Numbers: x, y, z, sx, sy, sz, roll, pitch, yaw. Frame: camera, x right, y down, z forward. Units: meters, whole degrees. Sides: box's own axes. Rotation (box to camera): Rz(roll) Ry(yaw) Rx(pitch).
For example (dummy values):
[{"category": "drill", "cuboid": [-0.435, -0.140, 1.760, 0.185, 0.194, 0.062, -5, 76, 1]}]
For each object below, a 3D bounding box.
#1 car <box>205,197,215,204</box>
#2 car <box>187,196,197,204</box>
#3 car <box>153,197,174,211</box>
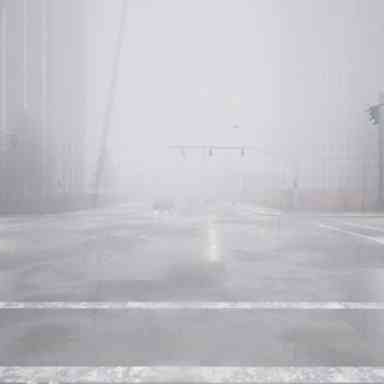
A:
[{"category": "car", "cuboid": [3.519, 1.593, 65.002, 1.895, 1.301, 4.718, 0, 0, 0]}, {"category": "car", "cuboid": [0.019, 1.556, 64.973, 1.994, 1.385, 4.181, 0, 0, 0]}, {"category": "car", "cuboid": [-3.587, 1.559, 40.774, 1.994, 1.385, 4.181, 0, 0, 0]}]
